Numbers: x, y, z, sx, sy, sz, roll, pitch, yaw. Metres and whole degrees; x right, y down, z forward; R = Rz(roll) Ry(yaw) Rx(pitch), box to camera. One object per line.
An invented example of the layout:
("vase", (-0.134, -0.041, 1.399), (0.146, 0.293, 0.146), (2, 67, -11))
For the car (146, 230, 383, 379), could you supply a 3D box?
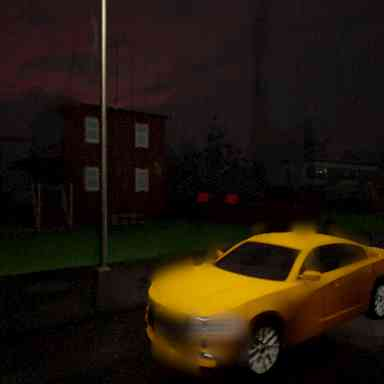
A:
("car", (1.613, 1.475, 5.708), (5.008, 1.535, 1.882), (0, 0, -37))
